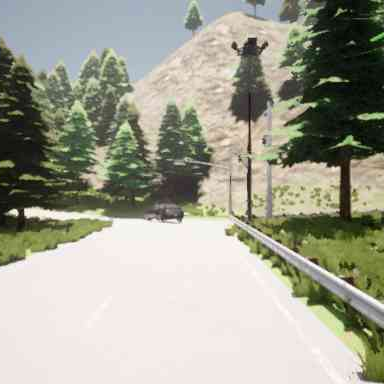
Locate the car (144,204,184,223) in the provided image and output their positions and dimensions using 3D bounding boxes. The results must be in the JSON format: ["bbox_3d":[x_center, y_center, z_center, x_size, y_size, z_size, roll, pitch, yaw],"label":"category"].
[{"bbox_3d":[-2.407,1.726,27.664,2.128,1.511,4.902,2,-4,-29],"label":"car"}]
